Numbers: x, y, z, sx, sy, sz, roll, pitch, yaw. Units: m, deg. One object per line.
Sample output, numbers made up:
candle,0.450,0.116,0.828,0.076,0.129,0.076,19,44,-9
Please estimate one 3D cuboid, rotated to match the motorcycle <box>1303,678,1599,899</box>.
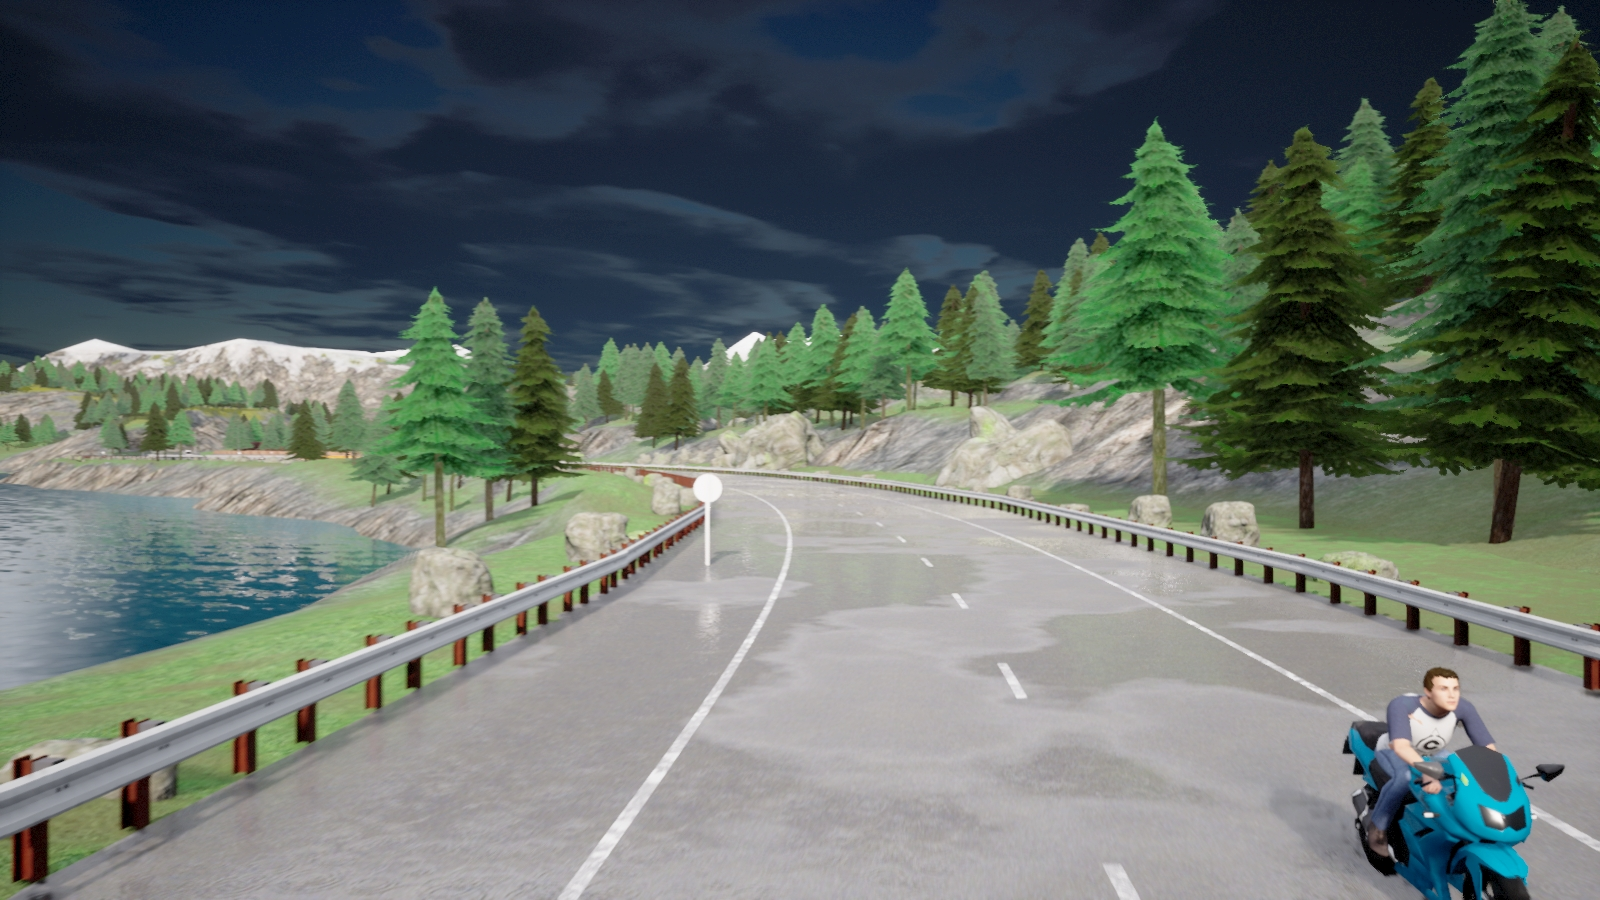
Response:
motorcycle,3.795,2.179,6.814,0.803,1.217,2.033,0,0,4
